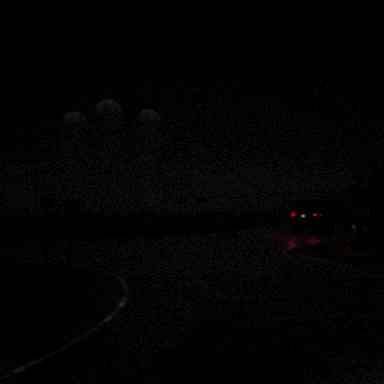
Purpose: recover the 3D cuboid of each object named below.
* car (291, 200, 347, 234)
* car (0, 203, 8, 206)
[{"bbox_3d":[8.688,1.562,22.118,5.566,2.045,2.150,0,-2,-44],"label":"car"},{"bbox_3d":[-47.104,3.558,81.441,2.242,1.667,4.611,-2,-2,42],"label":"car"}]
